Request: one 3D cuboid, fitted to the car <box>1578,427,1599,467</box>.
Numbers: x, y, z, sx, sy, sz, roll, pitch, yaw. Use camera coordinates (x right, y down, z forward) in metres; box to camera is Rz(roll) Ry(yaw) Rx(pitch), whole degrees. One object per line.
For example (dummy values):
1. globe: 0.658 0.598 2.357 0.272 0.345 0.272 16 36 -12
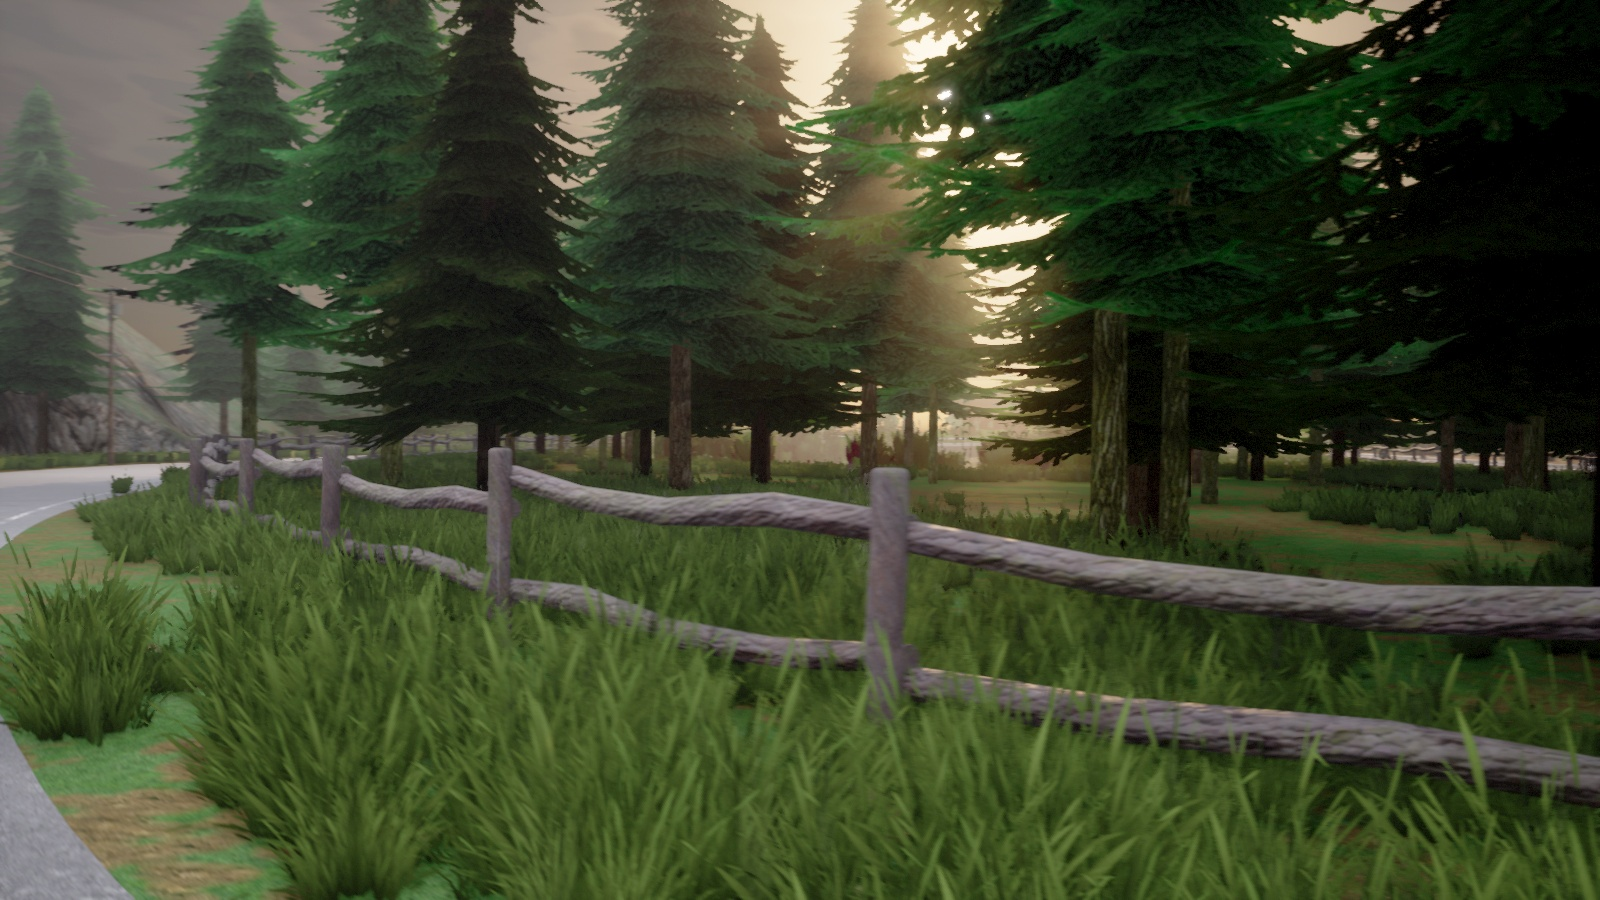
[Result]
1. car: 30.775 -0.106 46.421 1.837 1.490 4.892 0 1 12
